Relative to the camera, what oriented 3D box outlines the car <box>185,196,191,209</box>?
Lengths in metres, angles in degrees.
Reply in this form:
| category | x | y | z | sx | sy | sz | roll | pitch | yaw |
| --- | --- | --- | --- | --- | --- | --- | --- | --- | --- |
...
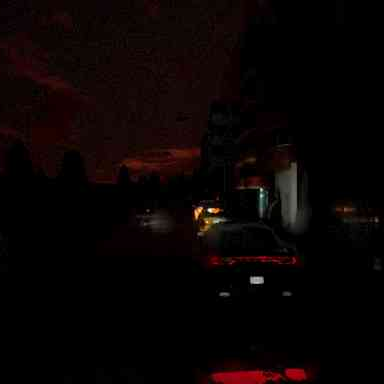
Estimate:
| category | x | y | z | sx | sy | sz | roll | pitch | yaw |
| --- | --- | --- | --- | --- | --- | --- | --- | --- | --- |
| car | 0.025 | 1.491 | 44.505 | 2.128 | 1.511 | 4.902 | 0 | 0 | 1 |

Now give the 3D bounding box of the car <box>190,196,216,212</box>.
| category | x | y | z | sx | sy | sz | roll | pitch | yaw |
| --- | --- | --- | --- | --- | --- | --- | --- | --- | --- |
| car | 1.147 | 1.300 | 24.532 | 2.097 | 1.767 | 4.553 | -3 | 0 | 0 |

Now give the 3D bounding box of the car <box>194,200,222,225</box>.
| category | x | y | z | sx | sy | sz | roll | pitch | yaw |
| --- | --- | --- | --- | --- | --- | --- | --- | --- | --- |
| car | 1.200 | 1.456 | 18.751 | 1.801 | 1.575 | 5.366 | 0 | 0 | 0 |

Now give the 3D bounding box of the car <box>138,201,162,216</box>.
| category | x | y | z | sx | sy | sz | roll | pitch | yaw |
| --- | --- | --- | --- | --- | --- | --- | --- | --- | --- |
| car | -4.101 | 1.564 | 33.015 | 1.994 | 1.385 | 4.181 | 0 | 0 | 0 |

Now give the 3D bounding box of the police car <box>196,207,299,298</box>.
| category | x | y | z | sx | sy | sz | roll | pitch | yaw |
| --- | --- | --- | --- | --- | --- | --- | --- | --- | --- |
| police car | 1.188 | 1.420 | 8.673 | 1.930 | 1.638 | 5.238 | 0 | 0 | 0 |

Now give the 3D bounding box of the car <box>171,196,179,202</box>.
| category | x | y | z | sx | sy | sz | roll | pitch | yaw |
| --- | --- | --- | --- | --- | --- | --- | --- | --- | --- |
| car | -3.999 | 1.547 | 79.266 | 2.033 | 1.411 | 5.357 | 0 | 0 | 0 |

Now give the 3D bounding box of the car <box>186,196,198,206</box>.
| category | x | y | z | sx | sy | sz | roll | pitch | yaw |
| --- | --- | --- | --- | --- | --- | --- | --- | --- | --- |
| car | 0.000 | 1.505 | 56.686 | 1.837 | 1.490 | 4.892 | 0 | 0 | 0 |
